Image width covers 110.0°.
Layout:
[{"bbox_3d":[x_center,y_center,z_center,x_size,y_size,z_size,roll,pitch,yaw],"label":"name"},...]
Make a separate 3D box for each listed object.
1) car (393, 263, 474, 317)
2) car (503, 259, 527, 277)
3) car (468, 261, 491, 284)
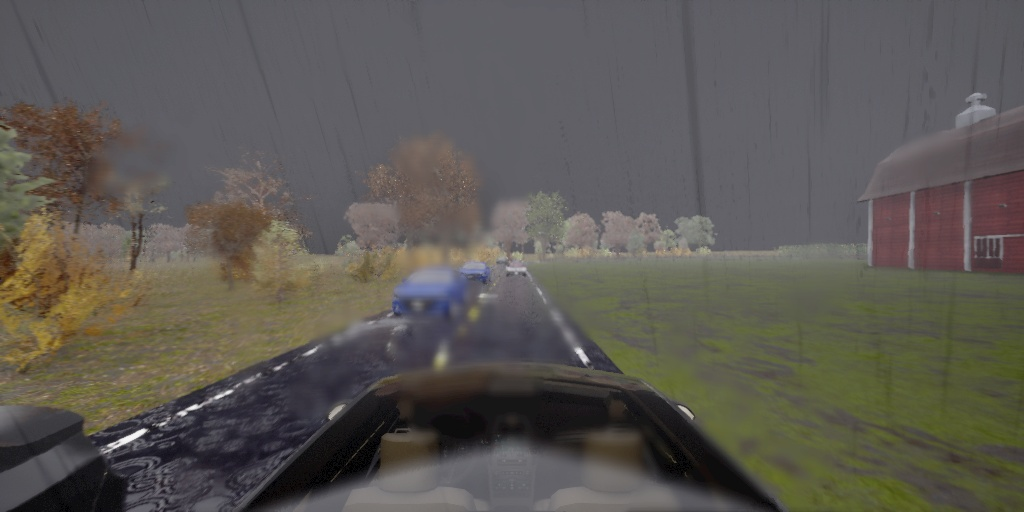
[{"bbox_3d":[-2.753,1.183,13.091,1.882,1.535,5.008,0,0,1],"label":"car"},{"bbox_3d":[0.413,1.262,34.582,1.895,1.301,4.718,0,0,1],"label":"car"},{"bbox_3d":[-2.584,1.145,25.896,1.882,1.535,5.008,1,0,1],"label":"car"}]
